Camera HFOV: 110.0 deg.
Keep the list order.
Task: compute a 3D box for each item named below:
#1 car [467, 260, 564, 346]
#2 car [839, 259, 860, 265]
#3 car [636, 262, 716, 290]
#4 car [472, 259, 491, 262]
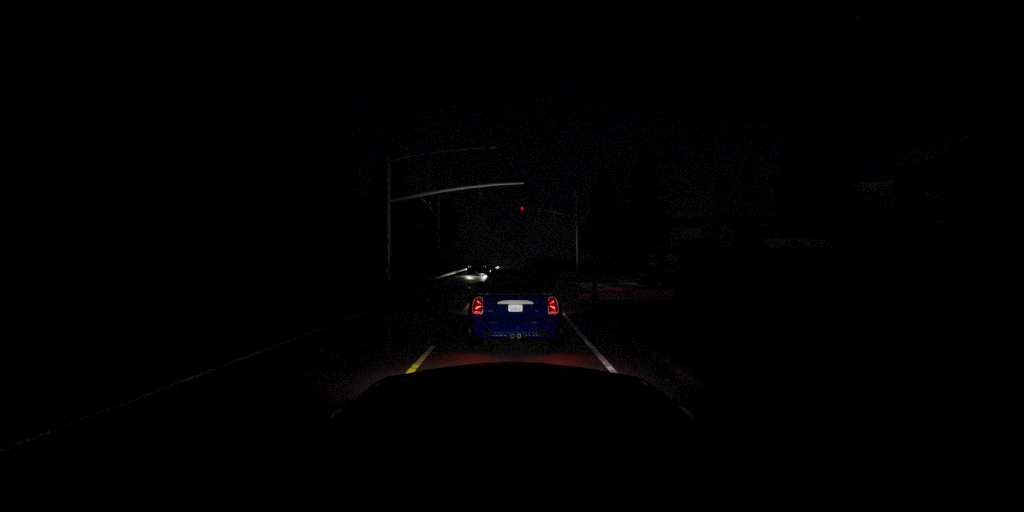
[{"bbox_3d":[0.080,1.102,9.554,2.097,1.767,4.553,0,0,0],"label":"car"},{"bbox_3d":[25.346,1.128,25.830,5.566,2.045,2.150,0,0,12],"label":"car"},{"bbox_3d":[10.843,1.385,23.658,5.008,1.535,1.882,0,0,2],"label":"car"},{"bbox_3d":[-3.592,1.102,38.856,2.097,1.767,4.553,0,0,0],"label":"car"}]
